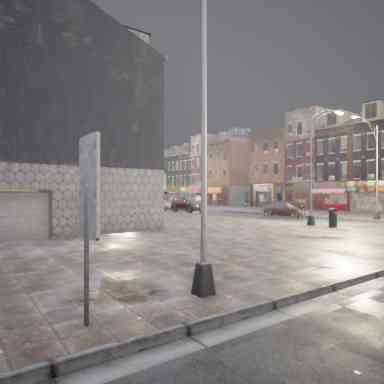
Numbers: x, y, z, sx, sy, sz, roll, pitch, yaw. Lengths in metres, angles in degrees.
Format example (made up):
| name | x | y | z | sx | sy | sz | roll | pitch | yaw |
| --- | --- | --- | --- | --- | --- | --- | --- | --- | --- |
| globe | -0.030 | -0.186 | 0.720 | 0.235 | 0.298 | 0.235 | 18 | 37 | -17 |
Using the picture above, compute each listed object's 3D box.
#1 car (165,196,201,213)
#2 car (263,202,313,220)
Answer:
| name | x | y | z | sx | sy | sz | roll | pitch | yaw |
| --- | --- | --- | --- | --- | --- | --- | --- | --- | --- |
| car | -0.477 | 1.413 | 37.201 | 2.192 | 1.841 | 5.009 | 0 | 0 | -36 |
| car | 8.318 | 1.591 | 29.258 | 1.812 | 1.442 | 4.674 | 0 | -1 | -35 |
